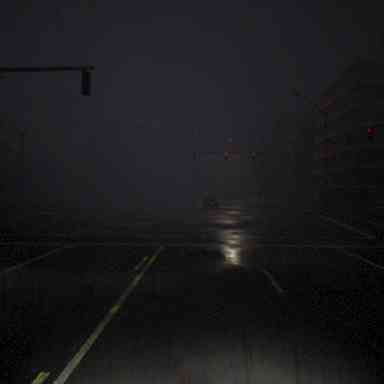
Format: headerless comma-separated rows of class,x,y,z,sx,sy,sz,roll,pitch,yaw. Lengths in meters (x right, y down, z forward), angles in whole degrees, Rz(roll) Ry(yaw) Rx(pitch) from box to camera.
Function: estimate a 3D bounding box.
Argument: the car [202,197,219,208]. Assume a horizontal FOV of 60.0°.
car,2.312,1.246,41.132,1.994,1.385,4.181,0,1,2
